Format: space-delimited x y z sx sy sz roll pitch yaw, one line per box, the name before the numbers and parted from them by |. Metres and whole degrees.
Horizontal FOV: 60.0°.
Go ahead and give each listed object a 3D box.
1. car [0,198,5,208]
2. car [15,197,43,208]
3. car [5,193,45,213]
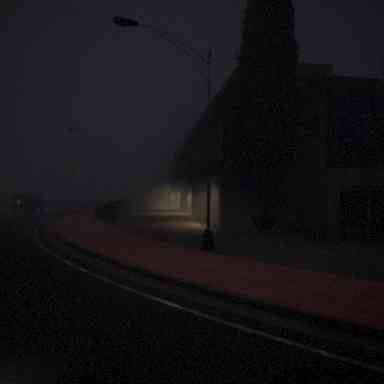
car | -26.232 1.454 43.748 2.033 1.411 5.357 0 0 -8
car | -23.226 1.481 47.635 2.033 1.411 5.357 0 0 -7
car | -17.959 1.168 36.476 2.150 2.045 5.566 0 0 -8
